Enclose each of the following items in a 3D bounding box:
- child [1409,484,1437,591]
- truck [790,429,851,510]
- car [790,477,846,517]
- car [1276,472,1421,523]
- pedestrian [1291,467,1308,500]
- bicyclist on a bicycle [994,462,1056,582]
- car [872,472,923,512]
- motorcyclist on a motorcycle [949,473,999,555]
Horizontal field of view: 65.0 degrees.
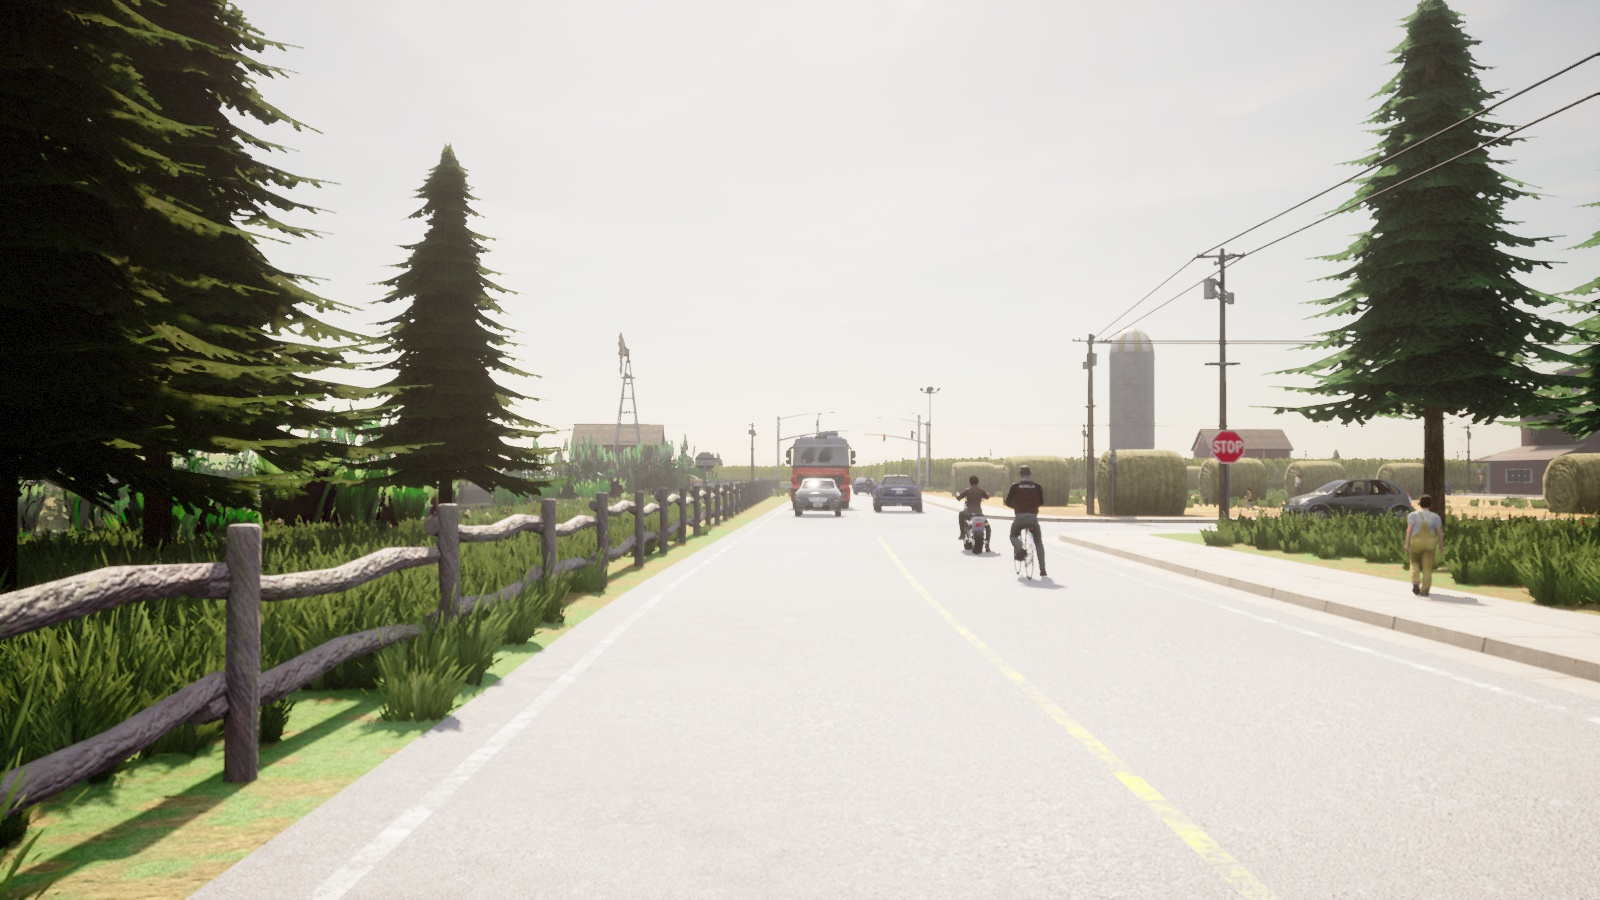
[{"bbox_3d":[7.547,1.050,15.222,0.270,1.263,0.437,-1,-1,25],"label":"child"},{"bbox_3d":[1.090,1.011,63.940,2.891,3.827,8.468,0,-1,1],"label":"truck"},{"bbox_3d":[0.756,1.848,50.576,2.128,1.511,4.902,0,-1,1],"label":"car"},{"bbox_3d":[18.225,1.568,41.846,3.988,1.617,1.851,0,-1,-1],"label":"car"},{"bbox_3d":[28.403,1.885,71.360,0.540,1.848,0.694,1,-2,-39],"label":"pedestrian"},{"bbox_3d":[3.489,1.090,19.610,0.659,1.776,1.843,0,-1,1],"label":"bicyclist on a bicycle"},{"bbox_3d":[4.433,1.884,57.515,2.097,1.767,4.553,0,-1,1],"label":"car"},{"bbox_3d":[3.644,1.315,26.438,0.766,1.649,2.350,0,-1,1],"label":"motorcyclist on a motorcycle"}]
